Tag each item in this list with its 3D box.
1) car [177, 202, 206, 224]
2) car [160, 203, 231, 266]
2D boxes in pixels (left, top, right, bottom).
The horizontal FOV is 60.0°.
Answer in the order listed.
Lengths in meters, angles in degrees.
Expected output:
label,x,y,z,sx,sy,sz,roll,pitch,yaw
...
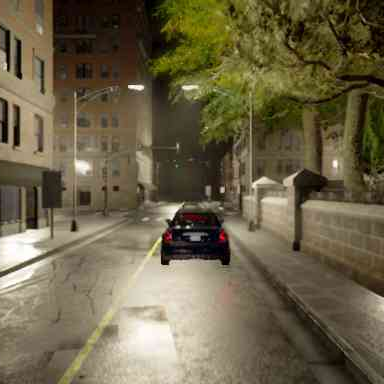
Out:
label,x,y,z,sx,sy,sz,roll,pitch,yaw
car,-0.105,1.530,25.121,1.994,1.385,4.181,0,0,-2
car,0.100,1.337,11.643,2.097,1.767,4.553,0,0,0
